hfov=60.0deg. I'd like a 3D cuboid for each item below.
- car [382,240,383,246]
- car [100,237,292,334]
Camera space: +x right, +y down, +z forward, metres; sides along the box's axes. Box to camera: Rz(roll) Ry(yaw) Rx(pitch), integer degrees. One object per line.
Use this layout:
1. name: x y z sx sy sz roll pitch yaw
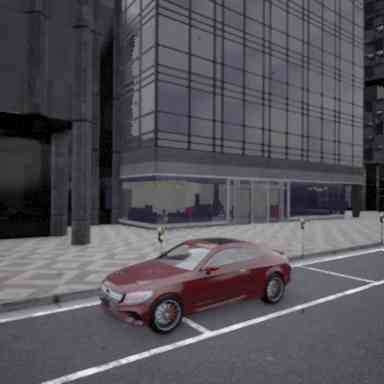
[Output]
1. car: 9.334 1.667 13.182 4.829 1.417 1.752 1 0 -35
2. car: 0.289 1.618 6.736 4.206 1.307 1.802 1 0 -35
